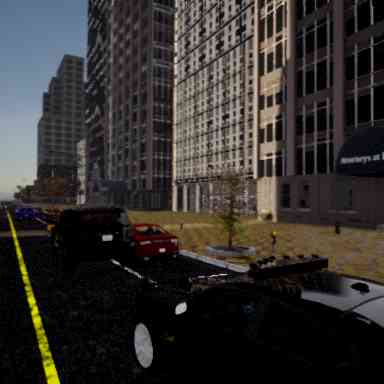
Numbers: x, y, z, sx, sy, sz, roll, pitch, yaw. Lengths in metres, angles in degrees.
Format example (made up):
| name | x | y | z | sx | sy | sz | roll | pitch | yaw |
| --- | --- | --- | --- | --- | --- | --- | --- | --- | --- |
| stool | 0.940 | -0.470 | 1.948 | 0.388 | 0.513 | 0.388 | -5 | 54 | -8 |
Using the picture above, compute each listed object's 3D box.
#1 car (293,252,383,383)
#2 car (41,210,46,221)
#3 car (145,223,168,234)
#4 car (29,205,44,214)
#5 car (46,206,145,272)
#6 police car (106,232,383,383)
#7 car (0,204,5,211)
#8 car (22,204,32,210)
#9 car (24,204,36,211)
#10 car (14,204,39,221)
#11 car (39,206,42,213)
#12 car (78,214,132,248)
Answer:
| name | x | y | z | sx | sy | sz | roll | pitch | yaw |
| --- | --- | --- | --- | --- | --- | --- | --- | --- | --- |
| car | 3.417 | 1.685 | 3.547 | 1.947 | 1.339 | 4.313 | 0 | -2 | -29 |
| car | -6.695 | 1.933 | 17.879 | 1.801 | 1.575 | 5.366 | 1 | -2 | -29 |
| car | -2.118 | 1.915 | 13.379 | 1.887 | 1.381 | 4.507 | 0 | -2 | -29 |
| car | -27.024 | 3.042 | 57.623 | 2.008 | 1.369 | 4.403 | 0 | -1 | -29 |
| car | -3.873 | 1.551 | 12.396 | 2.150 | 2.045 | 5.566 | 0 | -1 | -30 |
| police car | 0.956 | 1.539 | 3.689 | 1.930 | 1.638 | 5.238 | 1 | -2 | -35 |
| car | -40.324 | 3.256 | 69.670 | 2.128 | 1.511 | 4.902 | 1 | -2 | -29 |
| car | -40.861 | 3.655 | 82.203 | 2.008 | 1.369 | 4.403 | 1 | -1 | -29 |
| car | -35.326 | 3.410 | 72.371 | 2.008 | 1.369 | 4.403 | 1 | -1 | -29 |
| car | -18.915 | 2.459 | 37.866 | 1.882 | 1.535 | 5.008 | 1 | -2 | -29 |
| car | -15.955 | 2.540 | 37.959 | 1.887 | 1.381 | 4.507 | 0 | -1 | -29 |
| car | -4.969 | 2.025 | 18.443 | 1.752 | 1.417 | 4.829 | 0 | -2 | -29 |
